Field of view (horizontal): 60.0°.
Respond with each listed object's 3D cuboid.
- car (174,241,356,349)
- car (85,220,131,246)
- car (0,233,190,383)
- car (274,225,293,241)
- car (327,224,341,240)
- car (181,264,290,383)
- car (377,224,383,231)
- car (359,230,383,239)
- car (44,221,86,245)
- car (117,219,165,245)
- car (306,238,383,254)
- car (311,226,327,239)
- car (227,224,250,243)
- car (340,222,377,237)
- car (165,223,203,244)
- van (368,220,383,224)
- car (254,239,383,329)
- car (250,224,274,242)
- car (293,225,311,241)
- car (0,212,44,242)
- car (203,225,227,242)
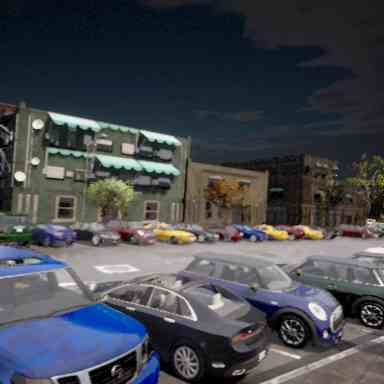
[{"bbox_3d":[1.715,2.657,9.149,4.553,1.767,2.185,3,-2,34],"label":"car"},{"bbox_3d":[-7.117,2.874,23.646,4.892,1.521,2.231,1,-4,34],"label":"car"},{"bbox_3d":[-3.118,2.120,5.601,5.566,2.045,2.435,3,-2,34],"label":"car"},{"bbox_3d":[7.099,4.083,34.093,5.366,1.575,1.946,1,-3,34],"label":"car"},{"bbox_3d":[14.467,4.726,39.163,4.792,1.488,2.163,1,-4,34],"label":"car"},{"bbox_3d":[-0.712,2.577,7.358,4.892,1.521,2.231,3,-2,34],"label":"car"},{"bbox_3d":[24.026,5.507,46.081,4.892,1.521,2.231,1,-3,34],"label":"car"},{"bbox_3d":[11.506,3.359,16.198,5.566,2.045,2.435,3,-2,34],"label":"car"},{"bbox_3d":[-9.510,2.710,21.915,4.674,1.452,2.002,1,-3,34],"label":"car"},{"bbox_3d":[-4.737,2.950,25.394,4.553,1.767,2.185,1,-4,34],"label":"car"},{"bbox_3d":[6.656,3.073,12.643,4.553,1.767,2.185,3,-2,34],"label":"car"},{"bbox_3d":[11.889,4.488,37.544,5.366,1.575,1.946,1,-3,34],"label":"car"},{"bbox_3d":[2.438,3.712,30.554,4.792,1.488,2.163,1,-3,34],"label":"car"},{"bbox_3d":[21.607,5.178,44.376,4.553,1.767,2.185,1,-4,34],"label":"car"},{"bbox_3d":[-2.167,3.277,26.997,5.366,1.575,1.946,1,-4,34],"label":"car"},{"bbox_3d":[28.722,5.683,49.603,4.442,1.987,1.878,1,-3,34],"label":"van"},{"bbox_3d":[4.209,2.866,10.872,4.553,1.767,2.185,3,-2,34],"label":"car"},{"bbox_3d":[4.857,3.885,32.264,5.008,1.535,2.097,1,-4,34],"label":"car"},{"bbox_3d":[9.655,4.291,35.724,5.008,1.535,2.097,1,-3,34],"label":"car"},{"bbox_3d":[-11.918,2.216,20.213,5.566,2.045,2.435,1,-3,34],"label":"car"},{"bbox_3d":[0.066,3.481,28.817,4.892,1.521,2.231,1,-4,34],"label":"car"}]
